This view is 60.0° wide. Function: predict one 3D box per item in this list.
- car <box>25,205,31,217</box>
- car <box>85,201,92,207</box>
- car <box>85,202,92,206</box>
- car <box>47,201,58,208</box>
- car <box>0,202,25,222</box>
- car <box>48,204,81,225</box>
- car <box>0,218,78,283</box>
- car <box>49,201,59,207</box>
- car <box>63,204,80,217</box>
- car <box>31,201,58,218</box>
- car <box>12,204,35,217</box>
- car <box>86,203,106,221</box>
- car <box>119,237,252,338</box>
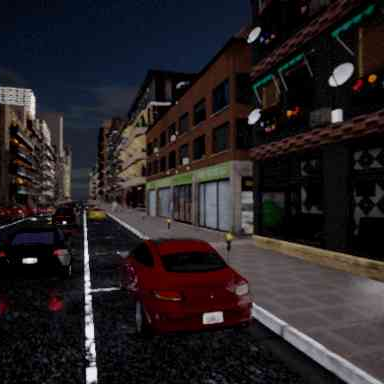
[{"bbox_3d":[-19.399,2.101,36.623,1.967,1.590,4.097,1,-1,-18],"label":"car"},{"bbox_3d":[-27.204,3.106,87.597,1.752,1.417,4.829,1,-1,-18],"label":"car"},{"bbox_3d":[-13.178,2.356,44.573,1.887,1.381,4.507,1,-1,-18],"label":"car"},{"bbox_3d":[-33.375,2.979,79.484,2.008,1.369,4.403,1,-1,-18],"label":"car"},{"bbox_3d":[-17.651,1.879,31.269,2.192,1.841,5.009,1,-1,-18],"label":"car"},{"bbox_3d":[-9.902,1.982,26.166,1.837,1.490,4.892,0,-1,-18],"label":"car"},{"bbox_3d":[-4.761,1.756,10.399,1.994,1.385,4.181,0,-1,-18],"label":"car"},{"bbox_3d":[-35.122,3.074,84.842,2.008,1.369,4.403,1,-1,-18],"label":"car"},{"bbox_3d":[-15.373,2.278,42.627,1.837,1.490,4.892,0,-1,-18],"label":"car"},{"bbox_3d":[-17.461,2.061,39.222,2.097,1.767,4.553,0,-1,-18],"label":"car"},{"bbox_3d":[-21.147,2.301,41.980,1.887,1.381,4.507,1,-1,-18],"label":"car"},{"bbox_3d":[-9.736,2.147,34.019,1.752,1.417,4.829,1,-1,-18],"label":"car"},{"bbox_3d":[-0.414,1.657,6.903,1.812,1.442,4.674,0,-1,-18],"label":"car"}]
